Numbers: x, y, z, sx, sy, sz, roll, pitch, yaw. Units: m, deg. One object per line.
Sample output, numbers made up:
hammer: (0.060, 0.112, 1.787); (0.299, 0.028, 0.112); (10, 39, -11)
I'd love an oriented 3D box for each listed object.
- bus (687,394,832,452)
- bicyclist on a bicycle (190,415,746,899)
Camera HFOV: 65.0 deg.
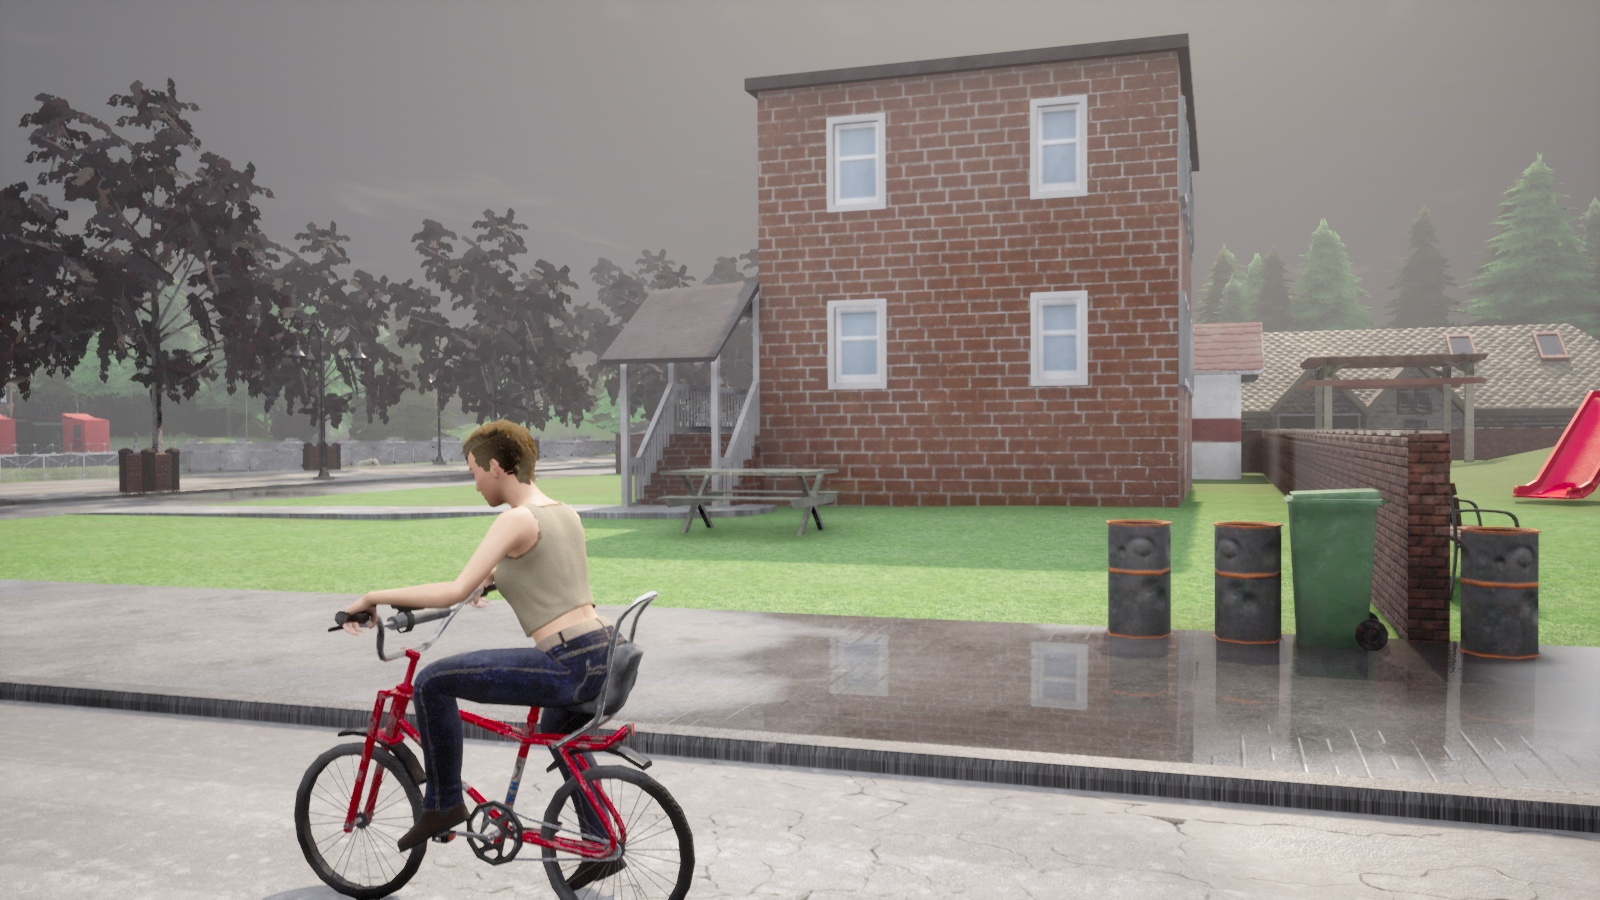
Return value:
bus: (-3.091, -2.029, 95.906); (10.273, 4.253, 3.944); (1, 1, 19)
bicyclist on a bicycle: (-1.035, 0.700, 4.068); (1.509, 1.612, 0.866); (0, 1, 19)
